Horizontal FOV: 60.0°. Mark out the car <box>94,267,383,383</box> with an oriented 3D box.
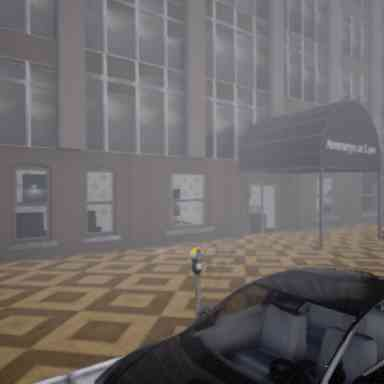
[{"bbox_3d":[1.159,1.559,3.268,4.313,1.339,1.947,0,0,-35],"label":"car"}]
